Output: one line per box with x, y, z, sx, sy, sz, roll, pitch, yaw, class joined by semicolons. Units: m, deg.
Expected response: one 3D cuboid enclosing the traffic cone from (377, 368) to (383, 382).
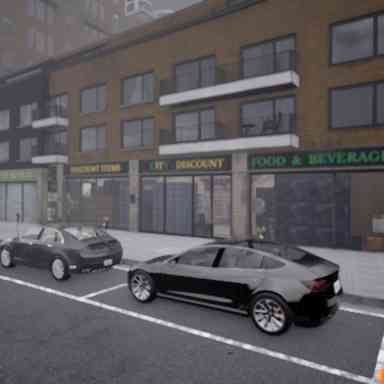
1.877;1.961;3.182;0.340;0.580;0.340;0;0;34;traffic cone

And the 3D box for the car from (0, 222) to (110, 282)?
-3.957;1.575;9.763;4.403;1.369;2.008;0;1;34;car

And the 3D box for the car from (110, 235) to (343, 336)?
0.652;1.580;6.608;4.313;1.339;1.947;0;1;34;car
